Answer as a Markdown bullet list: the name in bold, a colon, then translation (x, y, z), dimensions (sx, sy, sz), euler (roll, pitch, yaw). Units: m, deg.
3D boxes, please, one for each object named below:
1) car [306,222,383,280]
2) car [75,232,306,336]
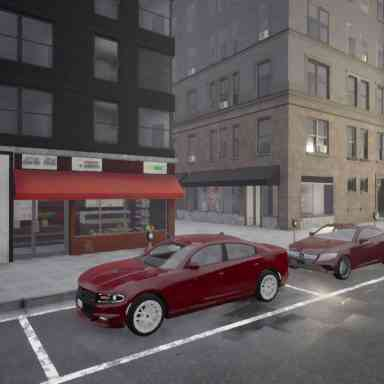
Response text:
- **car**: translation (4.541, 1.577, 9.884), dimensions (4.206, 1.307, 1.802), euler (0, 0, -35)
- **car**: translation (0.022, 1.545, 6.662), dimensions (4.507, 1.381, 1.887), euler (0, 0, -35)
